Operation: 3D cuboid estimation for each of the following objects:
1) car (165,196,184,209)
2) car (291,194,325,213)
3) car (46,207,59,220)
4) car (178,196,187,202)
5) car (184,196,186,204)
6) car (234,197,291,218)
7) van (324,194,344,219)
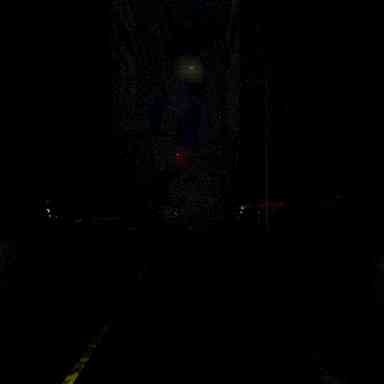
[{"bbox_3d":[-2.575,1.562,45.497,1.994,1.385,4.181,0,0,1],"label":"car"},{"bbox_3d":[12.464,1.117,33.344,5.009,1.841,2.192,-1,1,1],"label":"car"},{"bbox_3d":[-13.538,1.513,27.709,4.553,1.767,2.097,-1,0,1],"label":"car"},{"bbox_3d":[-2.106,1.623,78.072,1.895,1.301,4.718,0,0,1],"label":"car"},{"bbox_3d":[-2.462,1.553,54.824,2.033,1.411,5.357,0,0,1],"label":"car"},{"bbox_3d":[6.025,1.269,29.684,4.553,1.767,2.097,-1,1,-13],"label":"car"},{"bbox_3d":[12.389,1.204,24.820,3.998,1.788,1.690,-1,1,1],"label":"van"}]
